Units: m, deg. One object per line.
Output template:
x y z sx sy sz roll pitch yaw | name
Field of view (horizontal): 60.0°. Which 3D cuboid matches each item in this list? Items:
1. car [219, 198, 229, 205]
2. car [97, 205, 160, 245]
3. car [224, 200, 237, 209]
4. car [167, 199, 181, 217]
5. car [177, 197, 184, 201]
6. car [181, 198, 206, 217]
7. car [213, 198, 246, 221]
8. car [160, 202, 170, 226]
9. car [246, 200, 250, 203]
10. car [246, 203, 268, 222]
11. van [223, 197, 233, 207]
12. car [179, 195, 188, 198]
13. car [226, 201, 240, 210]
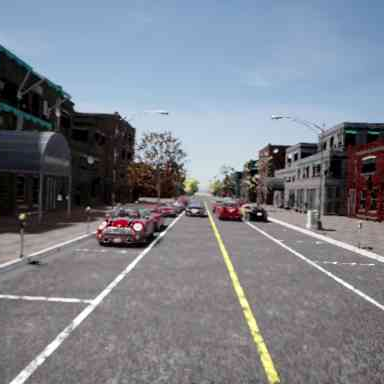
7.272 2.256 75.938 1.752 1.417 4.829 2 0 2 | car
-2.832 1.384 15.001 1.967 1.590 4.097 2 0 2 | car
6.799 2.150 59.299 1.752 1.417 4.829 2 0 2 | car
-2.364 1.633 31.638 1.802 1.307 4.206 2 0 2 | car
-2.206 1.638 37.184 2.008 1.369 4.403 2 0 2 | car
0.344 1.680 33.548 2.128 1.511 4.902 3 0 2 | car
3.407 1.672 31.086 2.097 1.767 4.553 3 0 0 | car
-2.678 1.524 20.546 1.887 1.381 4.507 2 0 2 | car
6.169 2.007 37.115 1.752 1.417 4.829 2 0 2 | car
6.004 2.010 31.400 1.947 1.339 4.313 2 0 2 | car
6.959 2.000 64.677 1.690 1.788 3.998 2 0 2 | van
-1.566 1.545 59.369 2.192 1.841 5.009 2 0 2 | car
6.634 2.170 53.583 1.802 1.307 4.206 2 0 2 | car
